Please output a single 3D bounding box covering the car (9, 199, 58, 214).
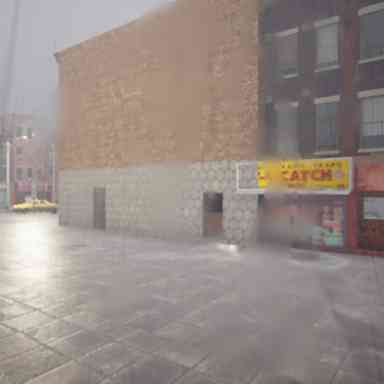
[{"bbox_3d":[-16.588,1.439,35.002,1.752,1.417,4.829,0,0,36],"label":"car"}]

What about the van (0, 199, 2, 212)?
[{"bbox_3d":[-19.759,1.259,30.580,1.690,1.788,3.998,0,0,36],"label":"van"}]
